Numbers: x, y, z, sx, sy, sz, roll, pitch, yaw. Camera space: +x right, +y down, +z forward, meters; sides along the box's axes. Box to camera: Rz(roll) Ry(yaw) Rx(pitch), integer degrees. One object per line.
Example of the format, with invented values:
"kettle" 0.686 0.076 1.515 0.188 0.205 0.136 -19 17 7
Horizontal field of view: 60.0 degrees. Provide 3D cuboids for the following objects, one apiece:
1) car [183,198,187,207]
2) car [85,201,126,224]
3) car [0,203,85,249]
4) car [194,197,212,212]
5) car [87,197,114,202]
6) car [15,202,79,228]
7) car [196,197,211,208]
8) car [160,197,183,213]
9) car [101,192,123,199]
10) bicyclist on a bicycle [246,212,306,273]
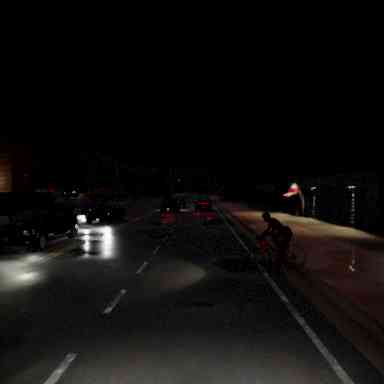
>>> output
"car" -1.872 1.481 49.603 2.033 1.411 5.357 0 0 2
"car" -6.324 1.567 24.740 1.895 1.301 4.718 0 0 2
"car" -6.669 1.457 14.592 1.882 1.535 5.008 0 0 2
"car" 1.307 1.441 38.309 2.128 1.511 4.902 0 0 2
"car" -9.509 1.519 33.322 1.994 1.385 4.181 0 0 3
"car" -9.884 1.515 23.265 2.033 1.411 5.357 0 0 2
"car" 1.652 1.483 48.795 2.033 1.411 5.357 0 0 1
"car" -2.310 1.457 35.962 1.837 1.490 4.892 0 0 2
"car" -22.000 1.028 92.689 4.605 1.855 1.932 0 0 2
"bicyclist on a bicycle" 2.261 1.371 9.121 1.656 1.620 0.582 -6 0 2
